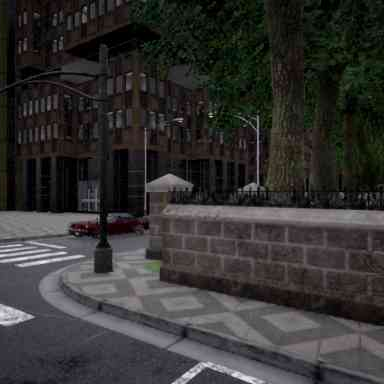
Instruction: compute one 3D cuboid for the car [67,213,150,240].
[{"bbox_3d":[-4.590,1.888,18.963,1.895,1.301,4.718,0,-1,38],"label":"car"}]
